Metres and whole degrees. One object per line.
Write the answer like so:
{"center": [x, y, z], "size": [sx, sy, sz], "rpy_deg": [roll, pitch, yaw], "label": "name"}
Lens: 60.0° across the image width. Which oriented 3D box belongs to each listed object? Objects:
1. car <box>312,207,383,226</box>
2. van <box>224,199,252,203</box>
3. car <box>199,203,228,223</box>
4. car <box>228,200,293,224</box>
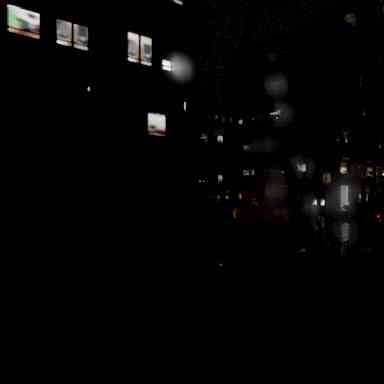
{"center": [11.481, 1.739, 24.669], "size": [4.718, 1.301, 1.895], "rpy_deg": [-1, -1, 44], "label": "car"}
{"center": [5.184, 1.657, 38.081], "size": [1.690, 1.788, 3.998], "rpy_deg": [-1, 0, -36], "label": "van"}
{"center": [1.764, 1.862, 28.646], "size": [1.802, 1.307, 4.206], "rpy_deg": [-1, 0, -36], "label": "car"}
{"center": [5.632, 1.706, 27.712], "size": [1.882, 1.535, 5.008], "rpy_deg": [0, -1, -37], "label": "car"}
